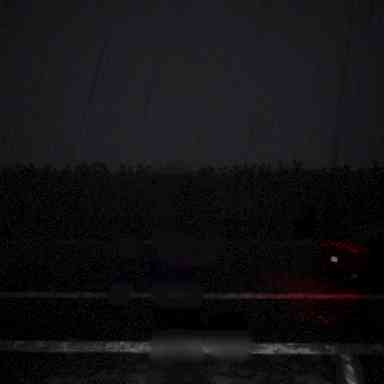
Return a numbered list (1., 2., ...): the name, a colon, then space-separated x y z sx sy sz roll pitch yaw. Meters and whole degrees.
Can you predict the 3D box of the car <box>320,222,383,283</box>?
1. car: 5.939 1.530 8.905 5.008 1.535 1.882 0 -1 -15
